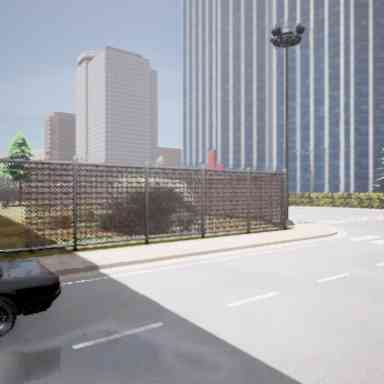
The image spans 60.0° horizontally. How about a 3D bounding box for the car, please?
[{"bbox_3d":[-4.613,1.604,4.970,4.718,1.301,1.895,0,0,-36],"label":"car"}]
